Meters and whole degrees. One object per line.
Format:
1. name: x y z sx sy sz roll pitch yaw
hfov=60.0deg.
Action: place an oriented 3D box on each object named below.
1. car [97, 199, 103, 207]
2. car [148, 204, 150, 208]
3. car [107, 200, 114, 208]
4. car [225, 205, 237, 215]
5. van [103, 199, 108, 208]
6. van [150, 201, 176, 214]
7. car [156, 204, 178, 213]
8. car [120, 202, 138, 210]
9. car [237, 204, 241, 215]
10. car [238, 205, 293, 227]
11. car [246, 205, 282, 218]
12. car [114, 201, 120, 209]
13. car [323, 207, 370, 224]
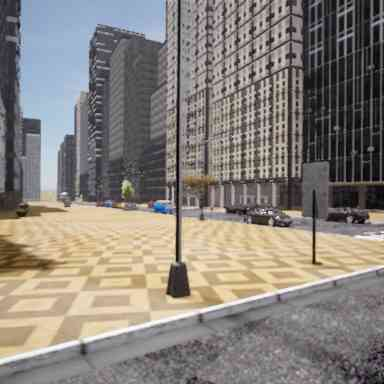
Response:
1. car: -23.562 3.217 86.544 1.887 1.381 4.507 0 -1 -26
2. car: -8.658 3.003 75.020 1.802 1.307 4.206 -1 -1 -26
3. car: -16.198 2.881 71.364 1.887 1.381 4.507 0 -1 -26
4. car: 6.070 2.334 44.659 1.947 1.339 4.313 0 -1 -26
5. van: -18.655 2.789 76.427 1.690 1.788 3.998 0 -1 -26
6. van: -3.928 2.130 46.067 1.690 1.788 3.998 0 -1 -26
7. car: -4.077 2.528 52.466 1.895 1.301 4.718 1 -1 -25
8. car: -11.289 2.665 61.244 2.008 1.369 4.403 0 -1 -26
9. car: 6.576 1.943 30.379 1.882 1.535 5.008 1 -1 -26
10. car: 5.894 1.920 25.822 2.008 1.369 4.403 0 -1 -26
11. car: 8.525 2.228 39.599 1.947 1.339 4.313 0 -1 -26
12. car: -13.670 2.747 66.152 1.752 1.417 4.829 0 -1 -26
13. car: 13.434 2.005 29.478 2.008 1.369 4.403 0 -1 -26
